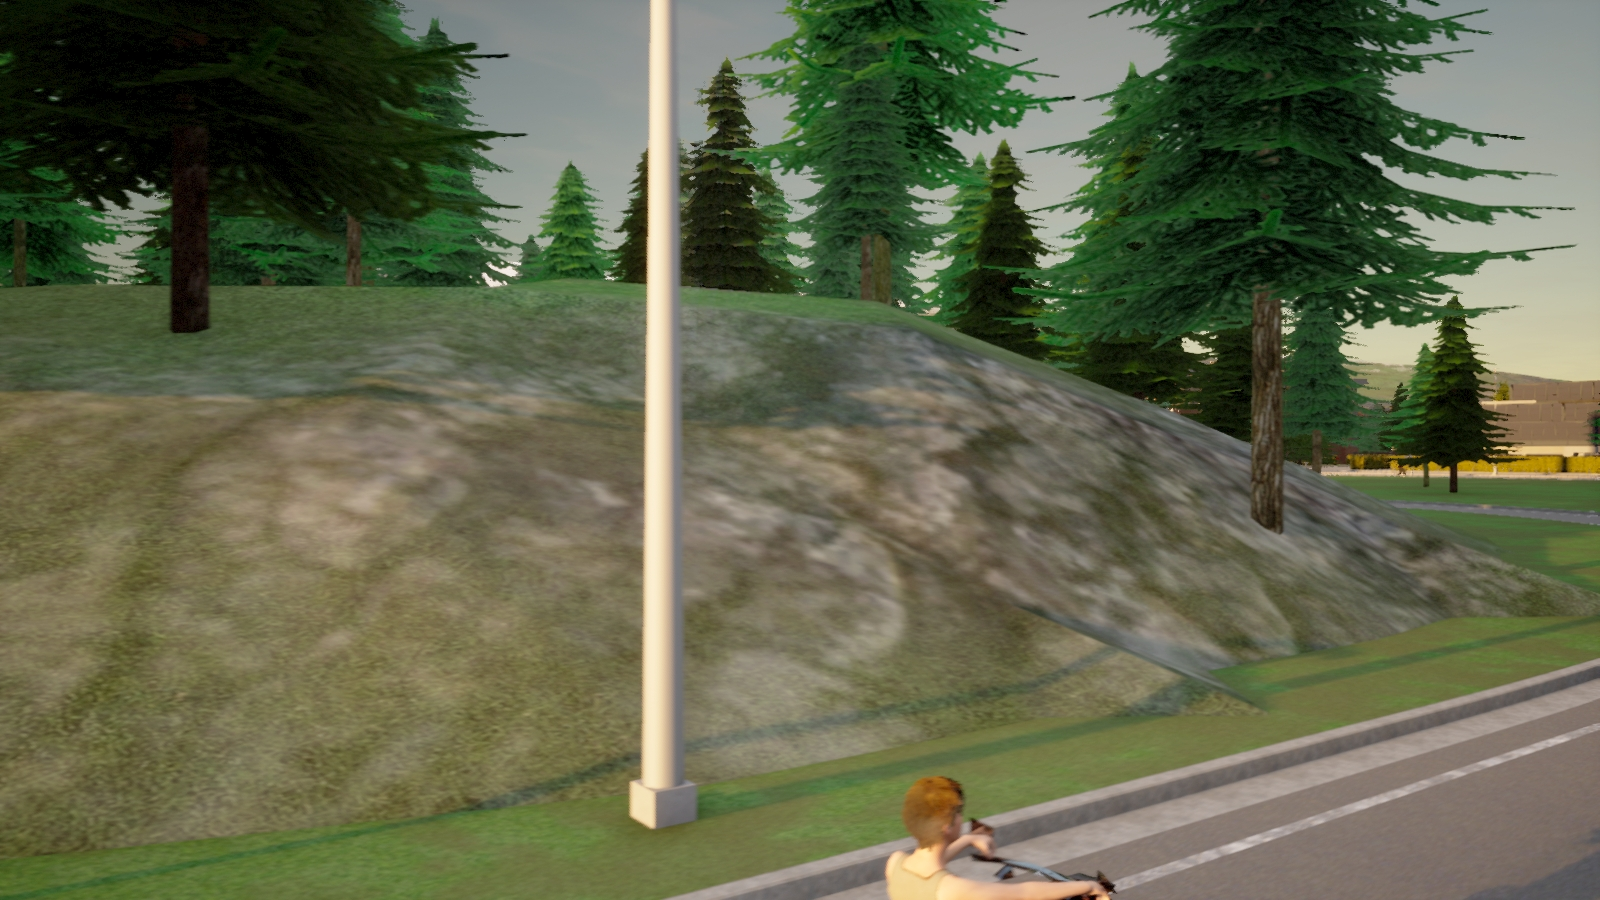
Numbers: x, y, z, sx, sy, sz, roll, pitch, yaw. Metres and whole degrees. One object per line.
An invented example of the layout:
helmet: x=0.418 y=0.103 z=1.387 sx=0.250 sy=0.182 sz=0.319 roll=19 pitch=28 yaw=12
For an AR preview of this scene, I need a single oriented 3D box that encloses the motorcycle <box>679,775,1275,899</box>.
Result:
motorcycle: x=0.762 y=2.156 z=4.316 sx=2.356 sy=1.307 sz=0.764 roll=0 pitch=0 yaw=-35
